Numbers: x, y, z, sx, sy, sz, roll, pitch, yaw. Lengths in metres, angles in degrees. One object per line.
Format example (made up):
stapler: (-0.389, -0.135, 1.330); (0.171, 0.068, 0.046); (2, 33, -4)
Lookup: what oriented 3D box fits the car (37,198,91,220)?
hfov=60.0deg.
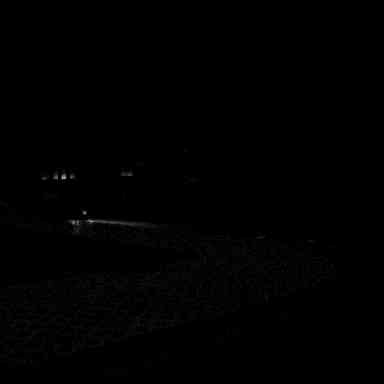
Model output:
car: (-9.618, 1.189, 24.946); (4.902, 1.511, 2.128); (1, 1, 34)
